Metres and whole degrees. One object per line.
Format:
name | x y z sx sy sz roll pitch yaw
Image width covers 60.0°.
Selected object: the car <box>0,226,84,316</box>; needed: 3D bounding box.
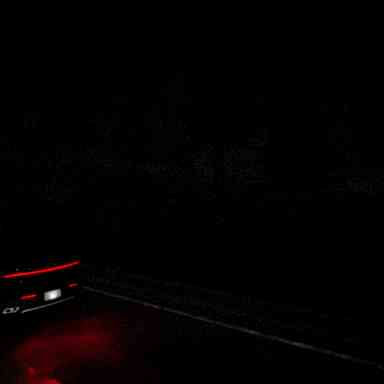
car | -4.344 1.504 7.090 4.892 1.490 1.837 0 0 35
